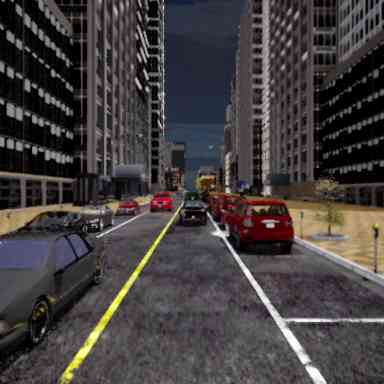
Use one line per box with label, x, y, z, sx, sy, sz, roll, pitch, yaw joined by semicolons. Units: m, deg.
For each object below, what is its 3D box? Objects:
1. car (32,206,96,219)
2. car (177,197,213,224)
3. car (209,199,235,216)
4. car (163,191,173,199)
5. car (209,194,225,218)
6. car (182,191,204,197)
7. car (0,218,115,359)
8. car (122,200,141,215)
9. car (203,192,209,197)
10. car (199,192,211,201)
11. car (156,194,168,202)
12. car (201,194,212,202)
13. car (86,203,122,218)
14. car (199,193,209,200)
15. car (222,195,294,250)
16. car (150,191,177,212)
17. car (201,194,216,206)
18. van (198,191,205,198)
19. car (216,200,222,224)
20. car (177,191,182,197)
car;-5.691;1.474;13.799;1.947;1.339;4.313;0;0;0
car;0.084;1.337;23.298;2.128;1.511;4.902;0;1;0
car;2.685;1.361;30.420;1.947;1.339;4.313;0;0;0
car;-5.710;0.772;80.268;2.192;1.841;5.009;0;0;0
car;2.687;1.148;24.880;2.192;1.841;5.009;0;0;0
car;0.087;0.917;45.072;2.150;2.045;5.566;0;0;0
car;-3.085;1.504;6.480;2.033;1.411;5.357;0;0;0
car;-5.696;1.378;30.417;1.802;1.307;4.206;0;0;0
car;2.684;1.073;35.958;2.192;1.841;5.009;0;0;0
car;2.674;0.848;69.192;2.192;1.841;5.009;0;0;0
car;-5.706;1.153;63.652;1.802;1.307;4.206;0;0;0
car;2.675;1.136;63.655;1.947;1.339;4.313;0;0;0
car;-5.693;1.422;19.338;2.008;1.369;4.403;0;0;0
car;2.671;0.935;74.732;1.967;1.590;4.097;0;0;0
car;2.690;1.222;13.800;2.192;1.841;5.009;0;0;0
car;-3.107;0.986;35.124;2.150;2.045;5.566;0;0;0
car;2.346;1.148;48.979;1.882;1.535;5.008;0;0;0
van;2.667;0.722;91.349;1.690;1.788;3.998;0;0;0
car;2.687;1.415;19.341;1.887;1.381;4.507;0;0;0
car;-3.024;0.564;75.599;2.097;1.767;4.553;0;0;0
